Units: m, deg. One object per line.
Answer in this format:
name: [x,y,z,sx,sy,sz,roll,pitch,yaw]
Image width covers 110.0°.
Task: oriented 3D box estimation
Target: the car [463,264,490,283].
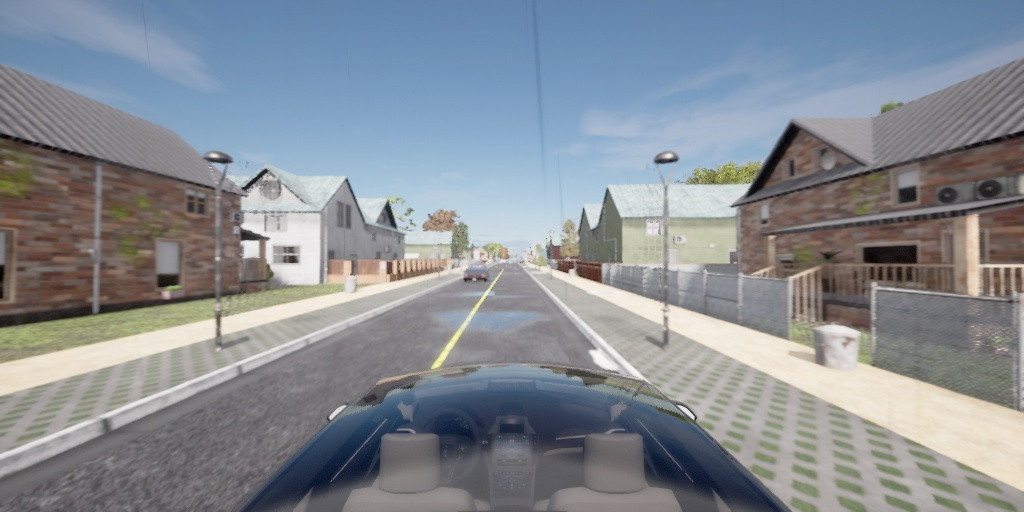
car: [-2.751,1.341,28.975,2.033,1.411,5.357,0,0,0]
